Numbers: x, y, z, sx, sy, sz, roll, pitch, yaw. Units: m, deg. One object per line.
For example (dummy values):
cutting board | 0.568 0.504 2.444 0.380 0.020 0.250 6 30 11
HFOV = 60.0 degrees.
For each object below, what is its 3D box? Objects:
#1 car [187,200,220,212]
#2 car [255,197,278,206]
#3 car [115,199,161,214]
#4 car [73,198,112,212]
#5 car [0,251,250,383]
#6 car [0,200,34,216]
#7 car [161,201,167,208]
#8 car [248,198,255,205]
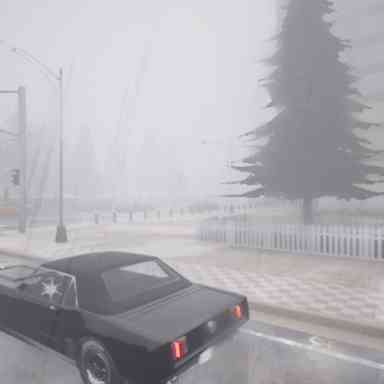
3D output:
car | 1.532 1.680 40.517 1.895 1.301 4.718 0 0 36
car | 13.132 1.584 56.721 1.837 1.490 4.892 0 0 36
car | -5.968 1.692 36.053 1.895 1.301 4.718 0 0 36
car | -11.946 1.468 40.071 2.097 1.767 4.553 0 0 36
car | -1.637 1.616 5.163 4.718 1.301 1.895 0 0 36
car | -17.815 1.594 31.876 1.882 1.535 5.008 0 0 36
car | -5.962 1.664 48.418 2.033 1.411 5.357 0 0 36
car | 12.158 1.444 61.377 2.097 1.767 4.553 0 0 36
